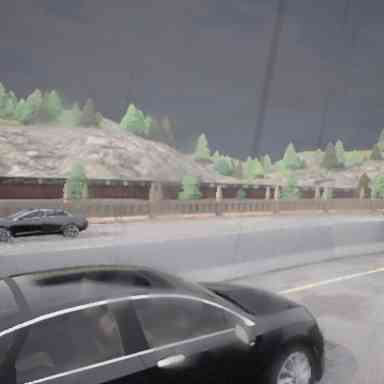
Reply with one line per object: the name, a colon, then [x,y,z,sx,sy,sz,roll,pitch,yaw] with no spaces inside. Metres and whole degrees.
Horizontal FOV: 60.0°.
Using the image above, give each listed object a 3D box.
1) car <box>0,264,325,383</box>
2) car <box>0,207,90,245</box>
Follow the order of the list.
car: [-0.695,1.505,3.227,4.892,1.490,1.837,0,0,-35]
car: [-7.394,1.491,15.751,4.902,1.511,2.128,0,0,-34]
